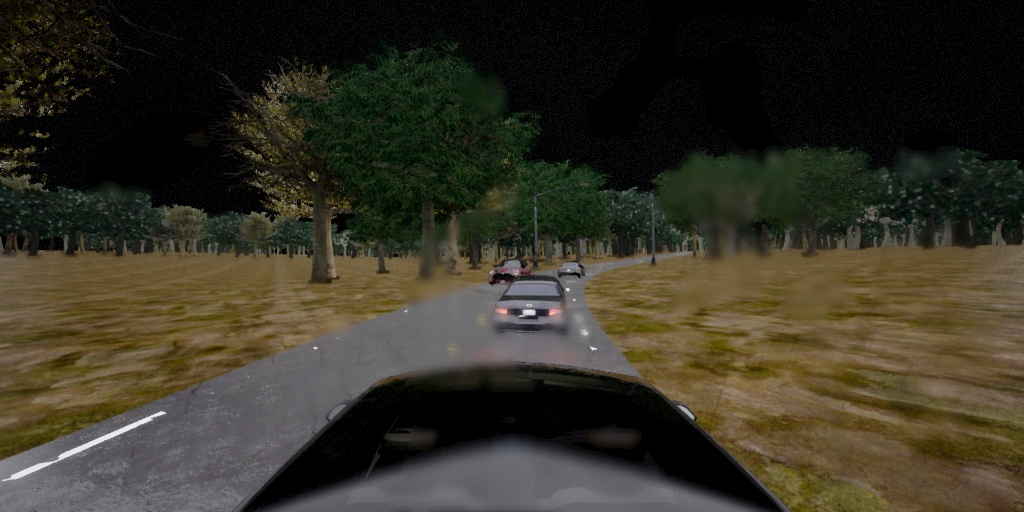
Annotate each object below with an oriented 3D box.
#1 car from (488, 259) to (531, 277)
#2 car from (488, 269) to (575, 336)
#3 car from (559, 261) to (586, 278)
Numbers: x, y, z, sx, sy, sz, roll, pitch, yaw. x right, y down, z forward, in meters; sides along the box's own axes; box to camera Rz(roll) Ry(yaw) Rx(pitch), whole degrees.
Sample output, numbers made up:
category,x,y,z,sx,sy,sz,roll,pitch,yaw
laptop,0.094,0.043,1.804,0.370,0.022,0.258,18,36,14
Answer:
category,x,y,z,sx,sy,sz,roll,pitch,yaw
car,-0.050,1.002,24.243,2.097,1.767,4.553,0,0,14
car,0.688,1.280,10.384,2.033,1.411,5.357,0,0,7
car,5.230,1.126,31.162,1.994,1.385,4.181,0,0,18
